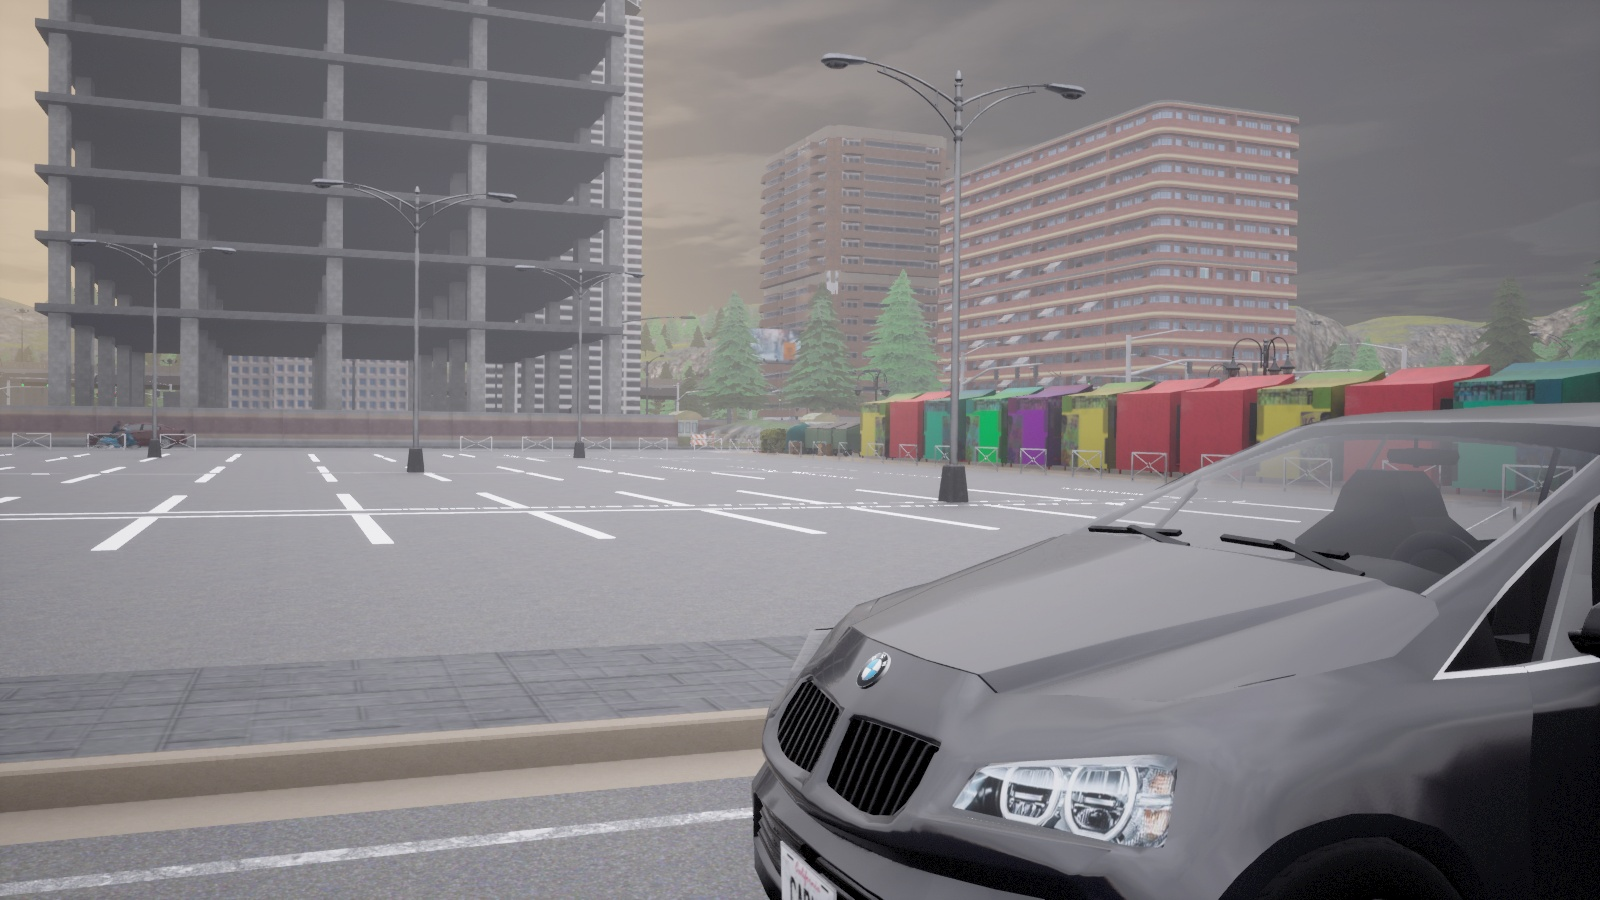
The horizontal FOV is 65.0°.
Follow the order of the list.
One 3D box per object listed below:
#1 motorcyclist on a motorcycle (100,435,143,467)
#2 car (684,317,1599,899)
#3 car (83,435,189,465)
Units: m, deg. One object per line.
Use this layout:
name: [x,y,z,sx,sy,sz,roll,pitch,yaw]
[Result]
motorcyclist on a motorcycle: [-34.315,0.034,63.499,1.817,1.590,0.866,-1,1,-23]
car: [2.168,0.553,4.061,4.611,1.667,2.242,-1,1,-21]
car: [-36.933,-0.019,69.992,5.008,1.535,1.882,-1,1,-23]
